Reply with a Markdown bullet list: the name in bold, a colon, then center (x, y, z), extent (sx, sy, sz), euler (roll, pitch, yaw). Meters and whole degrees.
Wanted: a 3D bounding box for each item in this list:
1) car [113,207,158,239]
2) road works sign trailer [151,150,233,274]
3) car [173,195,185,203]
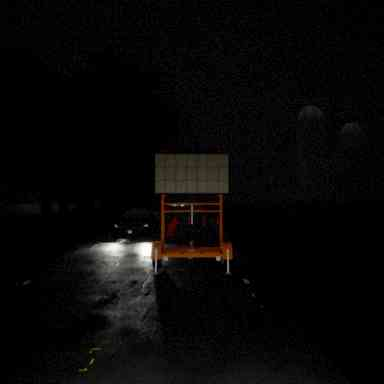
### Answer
- **car**: center (-2.852, 1.566, 17.576), extent (1.812, 1.442, 4.674), euler (0, 0, 0)
- **road works sign trailer**: center (-0.001, 0.481, 10.567), extent (2.380, 3.560, 2.880), euler (0, 0, 0)
- **car**: center (-2.756, 1.607, 70.556), extent (2.150, 2.045, 5.566), euler (0, -1, 0)
